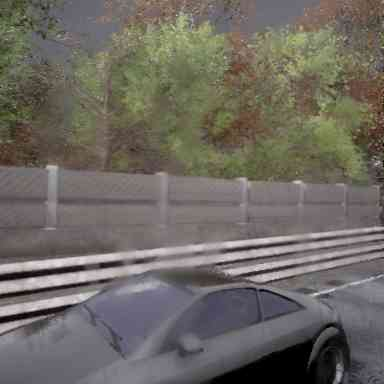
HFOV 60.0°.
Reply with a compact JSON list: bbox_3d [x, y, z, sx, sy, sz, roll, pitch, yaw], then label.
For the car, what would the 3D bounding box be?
[{"bbox_3d":[-0.188,1.584,3.550,4.181,1.385,1.994,1,0,-35],"label":"car"}]
